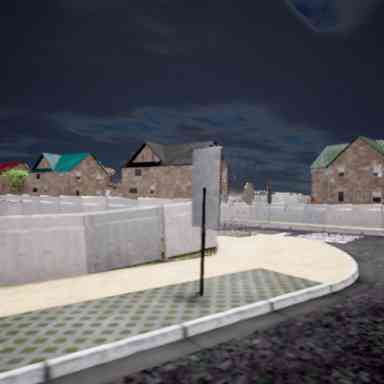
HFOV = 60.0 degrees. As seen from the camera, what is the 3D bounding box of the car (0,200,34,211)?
[{"bbox_3d":[-16.797,1.225,31.675,4.718,1.301,1.895,1,-2,36],"label":"car"}]
